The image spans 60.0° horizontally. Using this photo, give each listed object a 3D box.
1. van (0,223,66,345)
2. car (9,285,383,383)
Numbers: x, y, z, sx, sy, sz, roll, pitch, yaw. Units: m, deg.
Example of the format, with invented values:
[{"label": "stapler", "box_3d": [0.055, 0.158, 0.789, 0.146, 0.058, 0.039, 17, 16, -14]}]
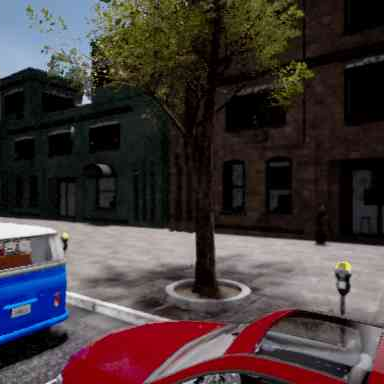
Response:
[{"label": "van", "box_3d": [-3.834, 1.397, 5.607, 3.998, 1.788, 1.690, -1, 0, 36]}, {"label": "car", "box_3d": [0.684, 1.588, 2.384, 4.206, 1.307, 1.802, -1, 0, 36]}]
